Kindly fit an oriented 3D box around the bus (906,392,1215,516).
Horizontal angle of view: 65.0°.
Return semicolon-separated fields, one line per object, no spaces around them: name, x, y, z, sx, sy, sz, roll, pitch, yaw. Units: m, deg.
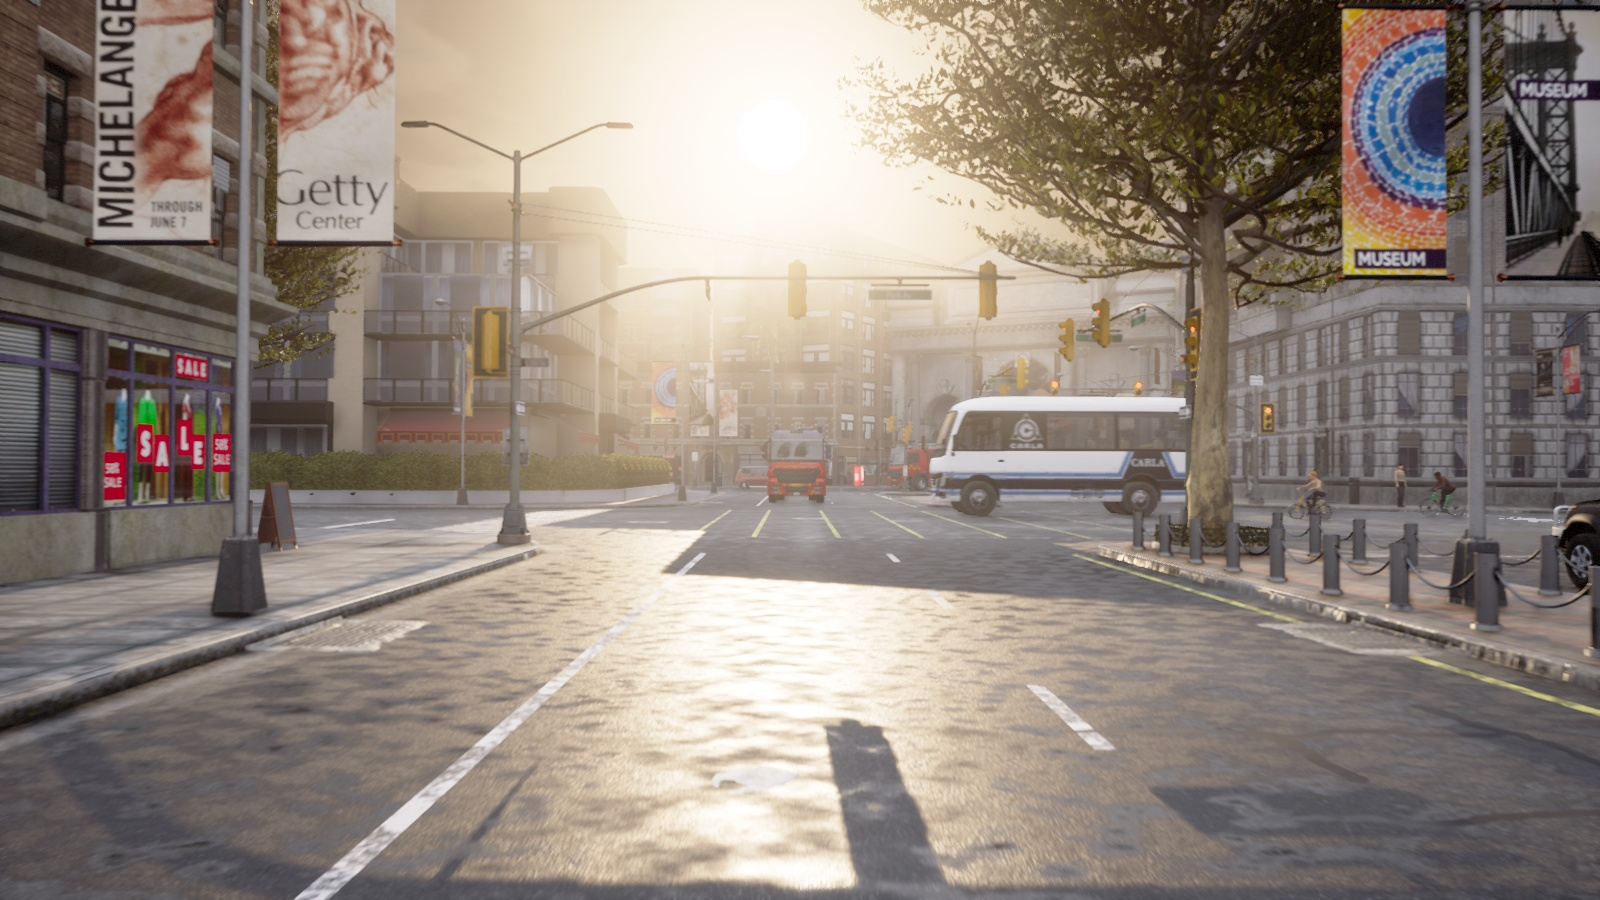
bus;9.157;0.159;45.260;10.273;4.253;3.944;0;-1;0

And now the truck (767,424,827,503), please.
truck;-0.165;0.746;65.408;2.891;3.827;8.468;0;-1;0

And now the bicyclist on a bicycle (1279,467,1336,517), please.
bicyclist on a bicycle;16.805;1.380;41.584;1.509;1.612;0.866;0;0;-6

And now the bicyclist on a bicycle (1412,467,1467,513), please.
bicyclist on a bicycle;23.086;1.434;45.351;1.656;1.620;0.582;-1;-1;0

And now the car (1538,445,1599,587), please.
car;11.401;0.845;15.488;1.932;1.855;4.605;0;-1;1

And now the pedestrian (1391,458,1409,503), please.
pedestrian;24.764;1.240;51.811;0.345;1.836;0.594;0;-1;-14
